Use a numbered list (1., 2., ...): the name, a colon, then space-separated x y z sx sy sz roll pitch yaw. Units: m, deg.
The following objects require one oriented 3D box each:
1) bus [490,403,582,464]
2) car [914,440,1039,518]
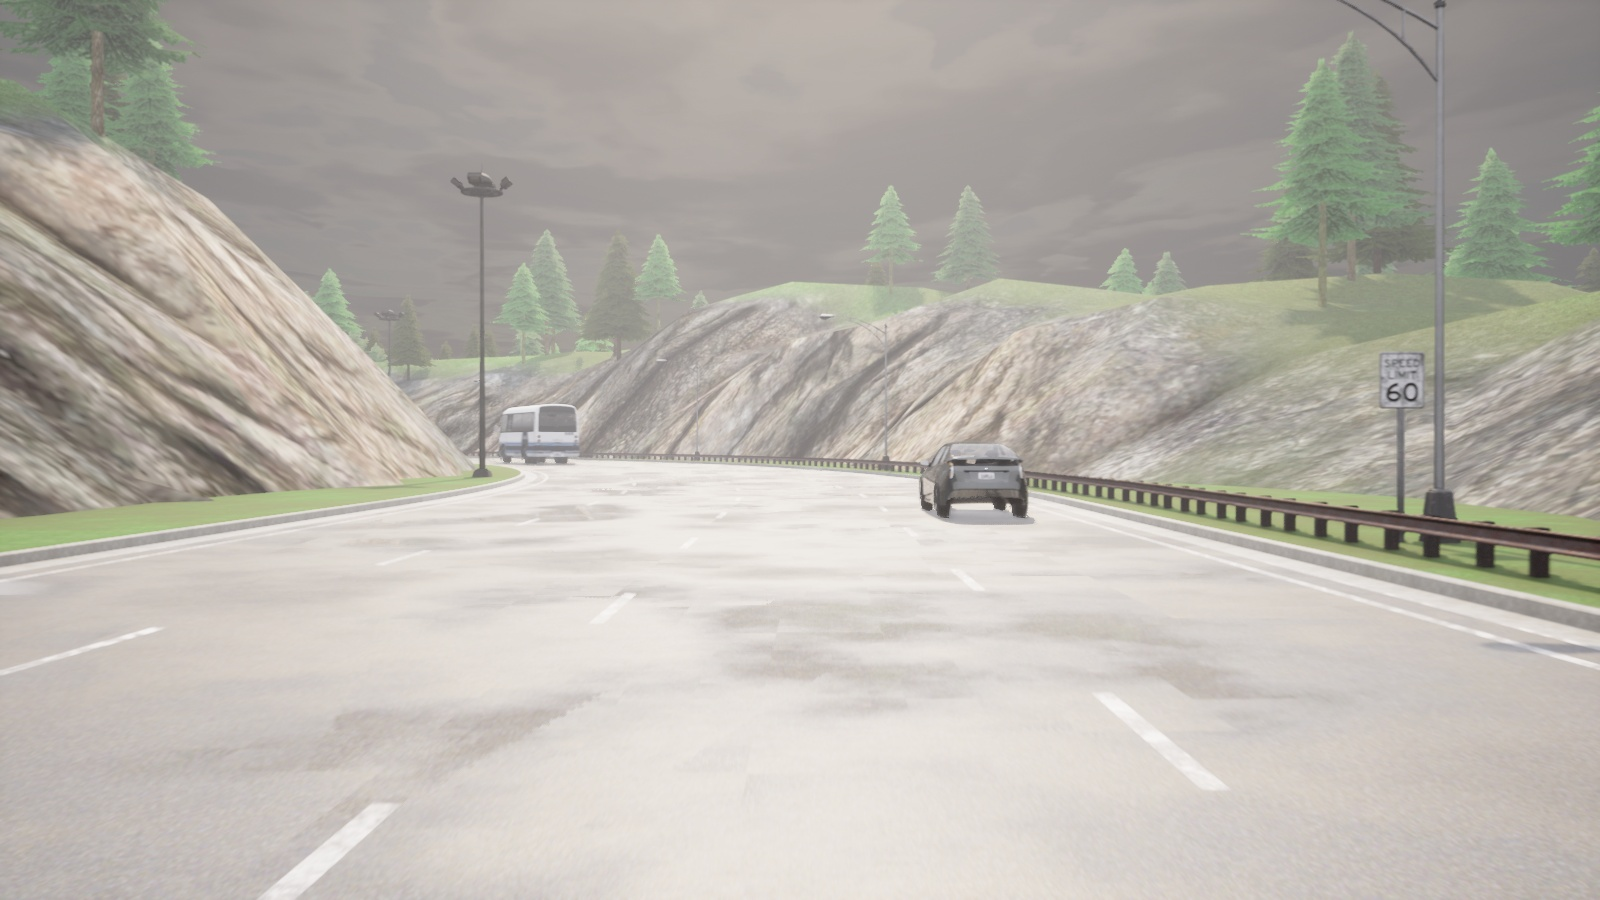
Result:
1. bus: -19.708 -1.161 93.156 3.944 4.253 10.273 0 0 -28
2. car: 3.626 0.549 26.596 2.007 1.525 4.514 0 0 0
